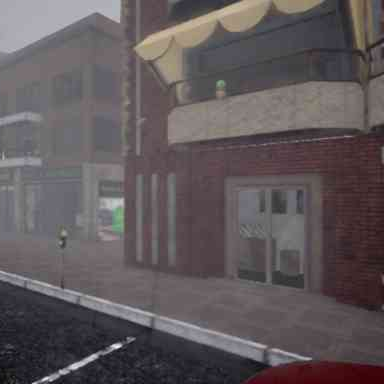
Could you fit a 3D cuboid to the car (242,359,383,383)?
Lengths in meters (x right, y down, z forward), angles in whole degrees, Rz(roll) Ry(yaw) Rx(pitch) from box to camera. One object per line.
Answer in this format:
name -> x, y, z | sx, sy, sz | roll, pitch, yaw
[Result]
car -> 2.069, 1.581, 1.463 | 4.206, 1.307, 1.802 | 0, 0, 36
